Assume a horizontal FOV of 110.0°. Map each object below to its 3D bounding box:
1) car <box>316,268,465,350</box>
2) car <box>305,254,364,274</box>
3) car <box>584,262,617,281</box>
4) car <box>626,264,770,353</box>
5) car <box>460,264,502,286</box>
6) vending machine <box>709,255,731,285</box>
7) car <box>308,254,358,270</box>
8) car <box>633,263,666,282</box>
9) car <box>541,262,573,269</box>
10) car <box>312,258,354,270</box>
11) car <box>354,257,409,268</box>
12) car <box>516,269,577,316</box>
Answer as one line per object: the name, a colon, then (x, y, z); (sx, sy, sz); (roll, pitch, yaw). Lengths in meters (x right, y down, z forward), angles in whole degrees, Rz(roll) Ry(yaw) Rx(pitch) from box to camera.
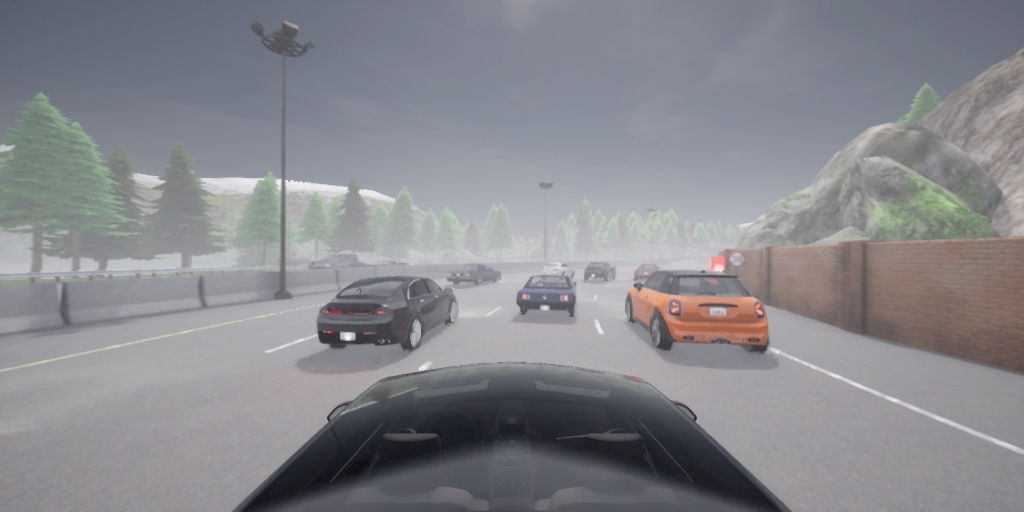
car: (-2.752, 1.222, 9.002); (1.837, 1.490, 4.892); (0, 0, 6)
car: (-19.273, 0.771, 39.221); (2.150, 2.045, 5.566); (0, 0, 26)
car: (7.322, 1.236, 29.542); (1.837, 1.490, 4.892); (0, 0, 27)
car: (4.324, 1.111, 9.155); (2.097, 1.767, 4.553); (0, 0, 7)
car: (-2.480, 1.231, 24.820); (2.033, 1.411, 5.357); (0, 0, 21)
vending machine: (13.658, 0.977, 23.806); (1.100, 2.100, 0.880); (0, 0, 25)
car: (-17.083, 0.923, 35.445); (2.097, 1.767, 4.553); (0, 0, 24)
car: (11.444, 1.319, 29.781); (1.994, 1.385, 4.181); (0, 0, 29)
car: (3.931, 1.234, 30.599); (1.812, 1.442, 4.674); (0, 0, 27)
car: (-14.707, 1.140, 32.391); (2.033, 1.411, 5.357); (0, 0, 22)
car: (-11.071, 1.107, 31.831); (2.128, 1.511, 4.902); (0, 0, 23)
car: (1.470, 1.333, 13.440); (1.895, 1.301, 4.718); (0, 0, 11)
